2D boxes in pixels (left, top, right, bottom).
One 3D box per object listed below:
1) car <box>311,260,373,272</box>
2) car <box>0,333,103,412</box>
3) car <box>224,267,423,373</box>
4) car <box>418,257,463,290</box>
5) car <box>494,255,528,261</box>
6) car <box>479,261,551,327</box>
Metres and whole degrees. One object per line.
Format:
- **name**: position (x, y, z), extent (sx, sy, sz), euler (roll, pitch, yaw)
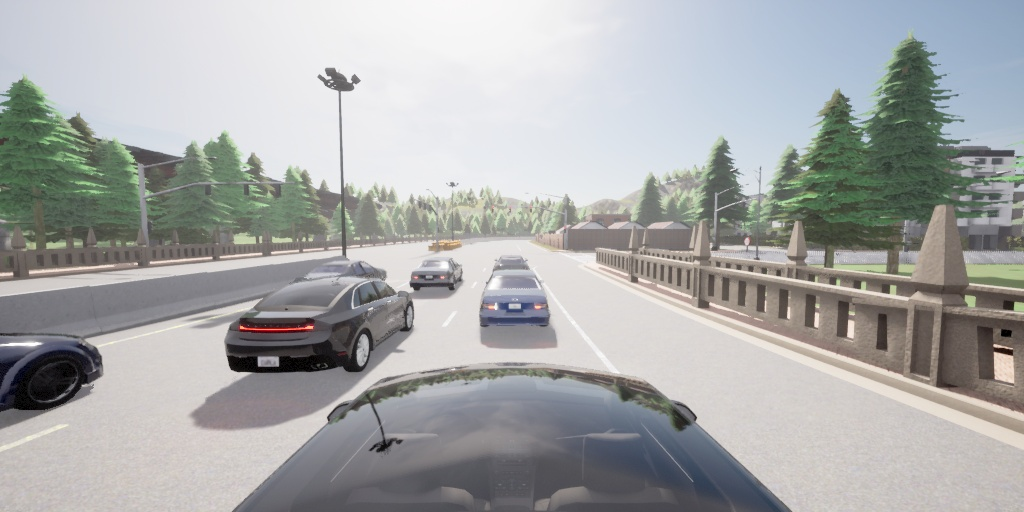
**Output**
- **car**: position (-6.997, 0.882, 15.220), extent (2.033, 1.411, 5.357), euler (0, 4, -1)
- **car**: position (-6.910, 1.305, 3.398), extent (1.994, 1.385, 4.181), euler (0, 0, 0)
- **car**: position (-3.437, 1.173, 7.444), extent (1.837, 1.490, 4.892), euler (0, 1, 0)
- **car**: position (-3.502, 0.755, 17.279), extent (2.033, 1.411, 5.357), euler (0, 4, -2)
- **car**: position (-0.039, 0.617, 19.867), extent (1.994, 1.385, 4.181), euler (0, 3, 0)
- **car**: position (0.042, 1.103, 10.790), extent (2.033, 1.411, 5.357), euler (0, 2, 0)
